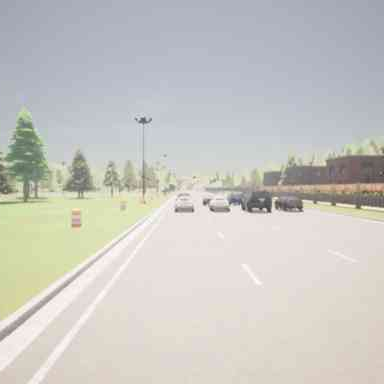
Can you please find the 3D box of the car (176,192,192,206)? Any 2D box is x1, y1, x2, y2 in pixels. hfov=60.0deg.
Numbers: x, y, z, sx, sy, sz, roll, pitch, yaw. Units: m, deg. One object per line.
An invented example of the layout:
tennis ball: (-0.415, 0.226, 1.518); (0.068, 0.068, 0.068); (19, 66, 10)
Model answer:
car: (-1.067, 0.873, 45.944); (2.097, 1.767, 4.553); (0, 1, -1)

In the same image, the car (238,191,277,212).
car: (6.276, 0.878, 32.707); (2.150, 2.045, 5.566); (0, 1, -1)

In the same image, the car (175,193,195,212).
car: (-0.742, 1.174, 33.591); (1.812, 1.442, 4.674); (0, 1, -1)

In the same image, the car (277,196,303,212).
car: (9.754, 1.134, 33.866); (2.128, 1.511, 4.902); (0, 1, -1)

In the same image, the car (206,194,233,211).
car: (2.753, 1.169, 33.947); (1.812, 1.442, 4.674); (0, 1, -1)

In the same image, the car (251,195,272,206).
car: (9.441, 1.085, 45.417); (1.994, 1.385, 4.181); (0, 1, -1)

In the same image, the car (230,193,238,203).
car: (5.931, 0.868, 46.103); (2.097, 1.767, 4.553); (0, 1, -1)

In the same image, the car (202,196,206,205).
car: (2.432, 1.121, 45.789); (1.895, 1.301, 4.718); (0, 1, -1)
